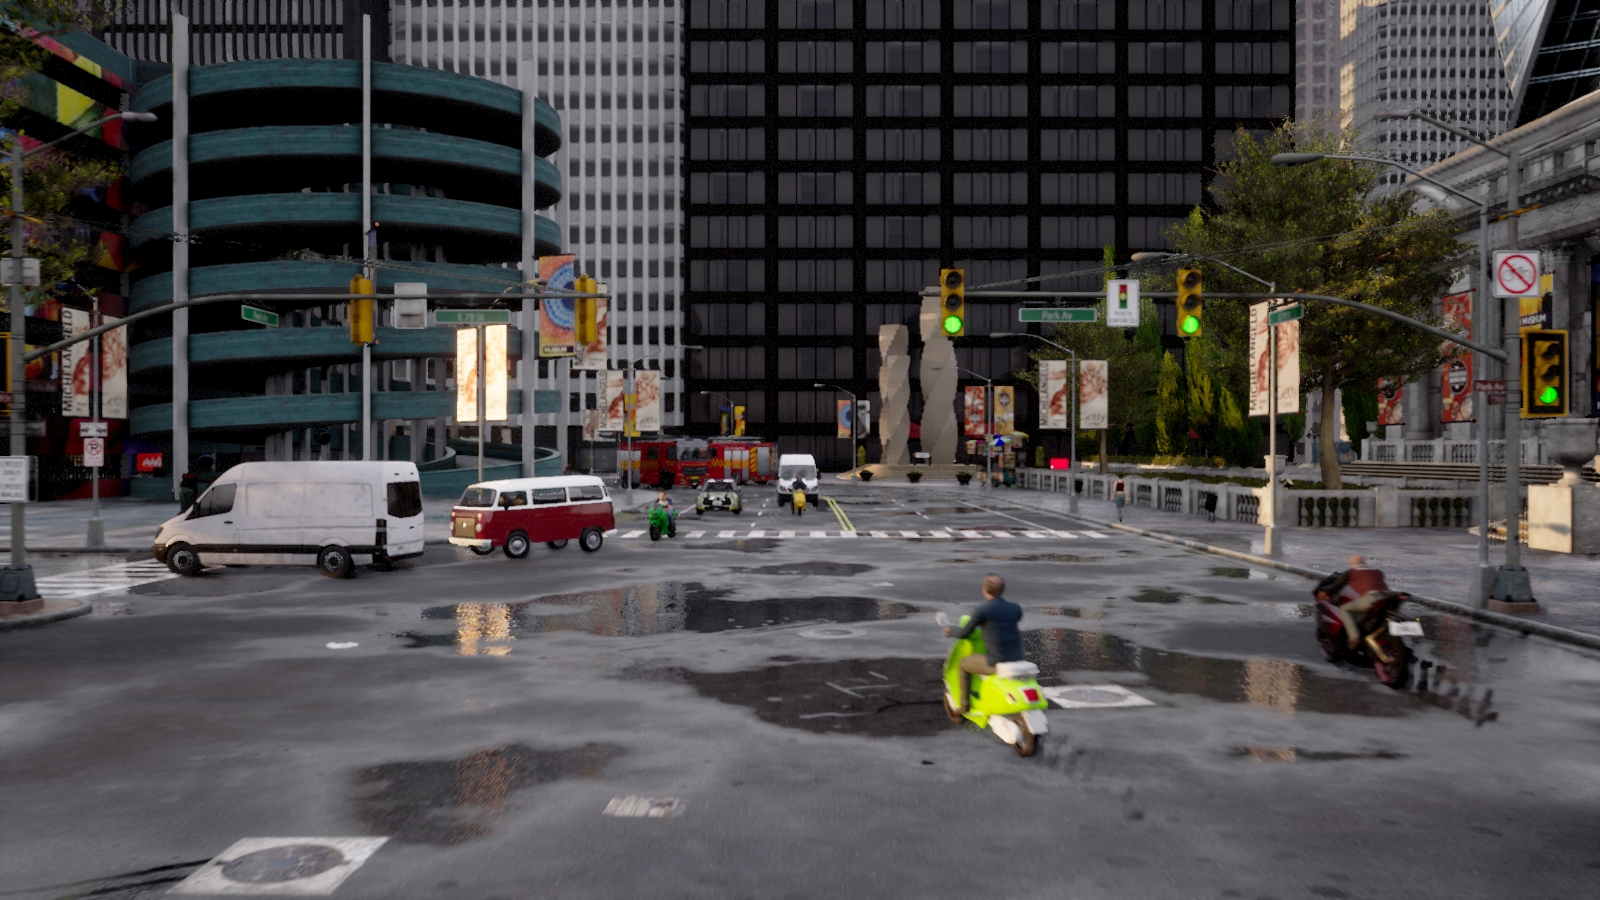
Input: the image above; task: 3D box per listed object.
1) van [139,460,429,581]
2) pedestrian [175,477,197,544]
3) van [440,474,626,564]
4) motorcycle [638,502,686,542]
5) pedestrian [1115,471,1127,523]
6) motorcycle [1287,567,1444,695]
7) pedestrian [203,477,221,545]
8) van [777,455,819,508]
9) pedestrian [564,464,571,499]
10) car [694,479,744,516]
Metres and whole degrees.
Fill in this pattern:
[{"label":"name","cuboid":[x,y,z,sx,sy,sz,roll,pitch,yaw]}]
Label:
[{"label":"van","cuboid":[-11.705,1.532,26.069,5.915,2.561,1.988,0,0,9]},{"label":"pedestrian","cuboid":[-17.280,1.692,32.160,0.375,1.860,0.375,0,0,22]},{"label":"van","cuboid":[-7.114,1.769,30.822,2.069,2.038,4.480,0,1,41]},{"label":"motorcycle","cuboid":[-4.254,2.210,35.371,0.803,1.145,2.033,0,-1,15]},{"label":"pedestrian","cuboid":[11.630,1.691,41.389,0.375,1.860,0.375,0,0,7]},{"label":"motorcycle","cuboid":[6.994,2.203,14.281,0.867,1.251,2.209,0,0,0]},{"label":"pedestrian","cuboid":[-16.358,1.692,31.788,0.375,1.860,0.375,0,0,-17]},{"label":"van","cuboid":[-0.162,1.527,58.607,1.988,2.561,5.915,0,0,-2]},{"label":"pedestrian","cuboid":[-12.478,1.688,61.263,0.375,1.860,0.375,0,0,-9]},{"label":"car","cuboid":[-3.549,2.058,50.655,1.970,1.475,3.806,0,0,0]}]
